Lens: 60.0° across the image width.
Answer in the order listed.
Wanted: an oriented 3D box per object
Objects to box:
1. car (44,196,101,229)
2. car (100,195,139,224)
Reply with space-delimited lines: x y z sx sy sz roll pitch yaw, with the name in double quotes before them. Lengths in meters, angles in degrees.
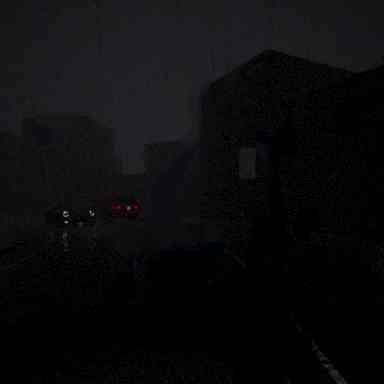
"car" -7.947 1.298 21.468 2.097 1.767 4.553 1 0 -38
"car" -6.149 1.220 25.323 2.150 2.045 5.566 2 -1 -39
